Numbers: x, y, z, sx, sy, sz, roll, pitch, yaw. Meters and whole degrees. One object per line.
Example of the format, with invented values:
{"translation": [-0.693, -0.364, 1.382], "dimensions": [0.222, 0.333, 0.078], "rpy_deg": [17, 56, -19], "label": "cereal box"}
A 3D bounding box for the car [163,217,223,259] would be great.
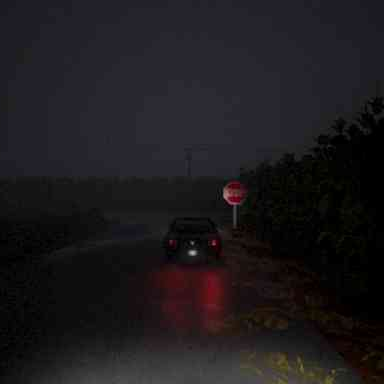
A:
{"translation": [0.038, 1.588, 12.491], "dimensions": [1.895, 1.301, 4.718], "rpy_deg": [0, 0, 0], "label": "car"}
